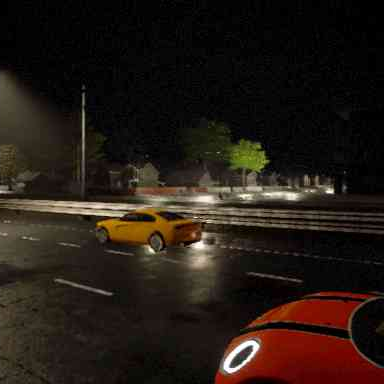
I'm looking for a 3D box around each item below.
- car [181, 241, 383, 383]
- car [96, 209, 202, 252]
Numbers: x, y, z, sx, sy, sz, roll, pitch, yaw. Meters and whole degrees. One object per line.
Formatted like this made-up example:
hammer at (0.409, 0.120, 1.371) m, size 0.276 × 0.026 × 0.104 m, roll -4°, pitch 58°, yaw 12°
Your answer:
car at (2.379, 1.350, 2.295) m, size 4.553 × 1.767 × 2.097 m, roll 0°, pitch 0°, yaw 35°
car at (-1.956, 1.463, 13.984) m, size 5.008 × 1.535 × 1.882 m, roll 0°, pitch 0°, yaw 35°
